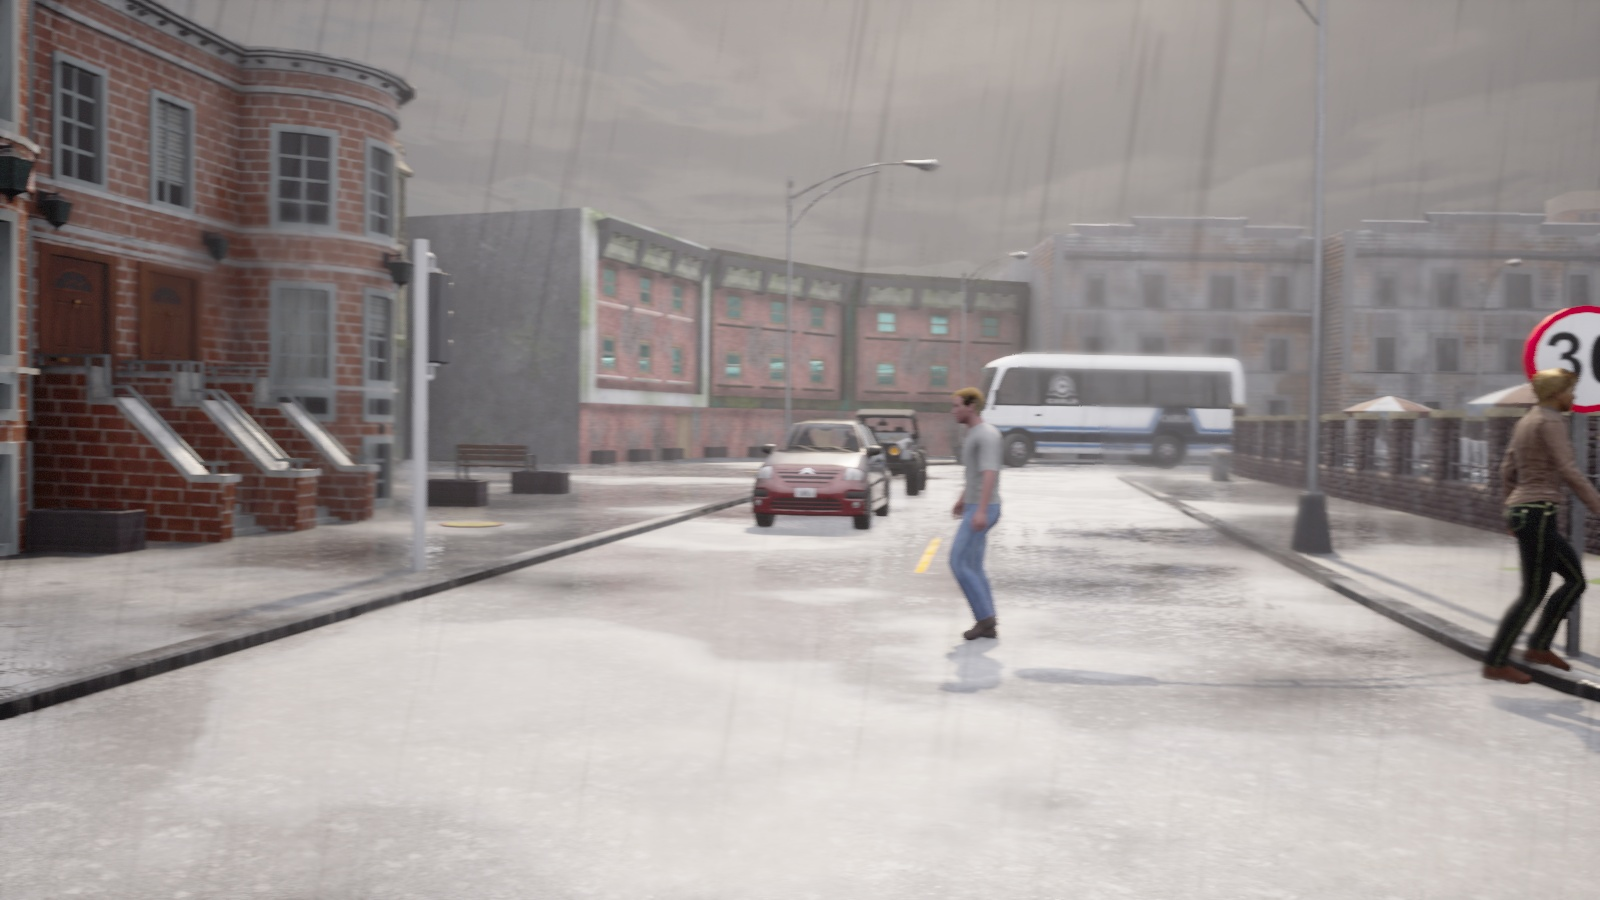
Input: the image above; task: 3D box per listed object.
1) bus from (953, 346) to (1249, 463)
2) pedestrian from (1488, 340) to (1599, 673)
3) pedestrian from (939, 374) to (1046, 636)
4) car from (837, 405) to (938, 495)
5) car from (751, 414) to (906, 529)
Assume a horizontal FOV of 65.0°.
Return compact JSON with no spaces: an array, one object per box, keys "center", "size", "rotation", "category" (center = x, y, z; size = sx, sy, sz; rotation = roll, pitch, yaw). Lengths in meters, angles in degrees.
[{"center":[11.236,-1.715,47.857],"size":[10.273,4.253,3.944],"rotation":[0,2,-2],"category":"bus"},{"center":[4.318,0.314,7.151],"size":[0.634,1.846,0.331],"rotation":[0,1,14],"category":"pedestrian"},{"center":[1.371,0.386,8.984],"size":[0.706,1.836,0.354],"rotation":[0,1,0],"category":"pedestrian"},{"center":[2.050,-0.039,28.416],"size":[1.905,1.878,3.866],"rotation":[0,1,10],"category":"car"},{"center":[0.564,0.263,19.740],"size":[1.851,1.617,3.988],"rotation":[0,1,10],"category":"car"}]
